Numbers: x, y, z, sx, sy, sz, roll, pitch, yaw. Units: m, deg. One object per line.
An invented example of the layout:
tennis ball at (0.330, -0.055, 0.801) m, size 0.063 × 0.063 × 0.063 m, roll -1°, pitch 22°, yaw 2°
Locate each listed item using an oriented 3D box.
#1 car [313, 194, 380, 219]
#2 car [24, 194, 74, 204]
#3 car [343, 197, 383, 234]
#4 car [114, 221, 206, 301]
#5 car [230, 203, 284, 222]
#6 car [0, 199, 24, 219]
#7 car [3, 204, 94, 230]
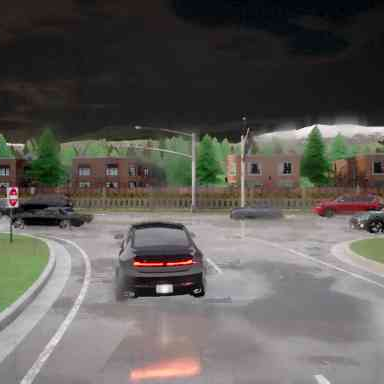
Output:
car at (13.432, 1.224, 28.720) m, size 5.566 × 2.045 × 2.150 m, roll 0°, pitch 0°, yaw 6°
car at (-14.052, 1.223, 31.593) m, size 5.566 × 2.045 × 2.150 m, roll 0°, pitch 0°, yaw 6°
car at (11.246, 1.351, 18.391) m, size 4.553 × 1.767 × 2.097 m, roll 0°, pitch 0°, yaw 6°
car at (-0.888, 1.505, 8.418) m, size 1.837 × 1.490 × 4.892 m, roll 0°, pitch 0°, yaw -9°
car at (5.065, 1.564, 26.075) m, size 4.181 × 1.385 × 1.994 m, roll 0°, pitch 0°, yaw 6°
car at (-17.313, 1.352, 28.415) m, size 4.553 × 1.767 × 2.097 m, roll 0°, pitch 0°, yaw 6°
car at (-8.641, 1.601, 20.471) m, size 4.718 × 1.301 × 1.895 m, roll 0°, pitch 0°, yaw 6°
